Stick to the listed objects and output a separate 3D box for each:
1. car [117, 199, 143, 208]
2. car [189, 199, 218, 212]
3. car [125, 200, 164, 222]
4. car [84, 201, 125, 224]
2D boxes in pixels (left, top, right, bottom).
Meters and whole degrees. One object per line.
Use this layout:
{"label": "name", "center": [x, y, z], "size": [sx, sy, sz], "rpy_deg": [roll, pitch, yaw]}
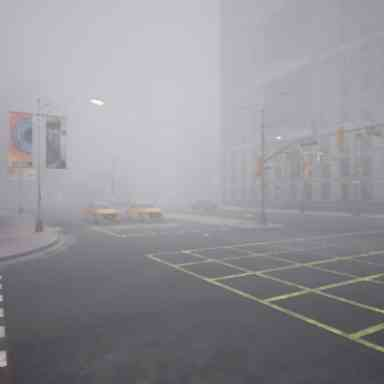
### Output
{"label": "car", "center": [-10.132, 1.894, 53.913], "size": [1.895, 1.301, 4.718], "rpy_deg": [0, 0, -43]}
{"label": "car", "center": [1.368, 1.694, 42.117], "size": [1.837, 1.490, 4.892], "rpy_deg": [0, 0, -30]}
{"label": "car", "center": [-4.104, 1.628, 28.312], "size": [1.882, 1.535, 5.008], "rpy_deg": [0, 0, -30]}
{"label": "car", "center": [-7.363, 1.636, 26.952], "size": [1.882, 1.535, 5.008], "rpy_deg": [0, 0, -30]}
